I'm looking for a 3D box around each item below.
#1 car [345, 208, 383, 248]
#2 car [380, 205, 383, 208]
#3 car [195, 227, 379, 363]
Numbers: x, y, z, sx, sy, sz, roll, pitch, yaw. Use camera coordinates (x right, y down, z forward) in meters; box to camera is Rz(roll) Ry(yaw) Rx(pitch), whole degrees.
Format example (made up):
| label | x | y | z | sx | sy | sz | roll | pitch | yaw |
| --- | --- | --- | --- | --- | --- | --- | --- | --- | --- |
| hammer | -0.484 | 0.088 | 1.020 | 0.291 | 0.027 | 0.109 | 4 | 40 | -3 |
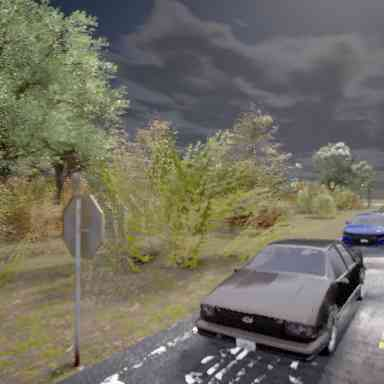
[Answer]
| label | x | y | z | sx | sy | sz | roll | pitch | yaw |
| --- | --- | --- | --- | --- | --- | --- | --- | --- | --- |
| car | 8.331 | 1.717 | 15.381 | 1.882 | 1.535 | 5.008 | -2 | -2 | 35 |
| car | 14.490 | 1.707 | 24.172 | 2.097 | 1.767 | 4.553 | -2 | -2 | 35 |
| car | 2.222 | 1.676 | 6.651 | 2.033 | 1.411 | 5.357 | -2 | -2 | 35 |
